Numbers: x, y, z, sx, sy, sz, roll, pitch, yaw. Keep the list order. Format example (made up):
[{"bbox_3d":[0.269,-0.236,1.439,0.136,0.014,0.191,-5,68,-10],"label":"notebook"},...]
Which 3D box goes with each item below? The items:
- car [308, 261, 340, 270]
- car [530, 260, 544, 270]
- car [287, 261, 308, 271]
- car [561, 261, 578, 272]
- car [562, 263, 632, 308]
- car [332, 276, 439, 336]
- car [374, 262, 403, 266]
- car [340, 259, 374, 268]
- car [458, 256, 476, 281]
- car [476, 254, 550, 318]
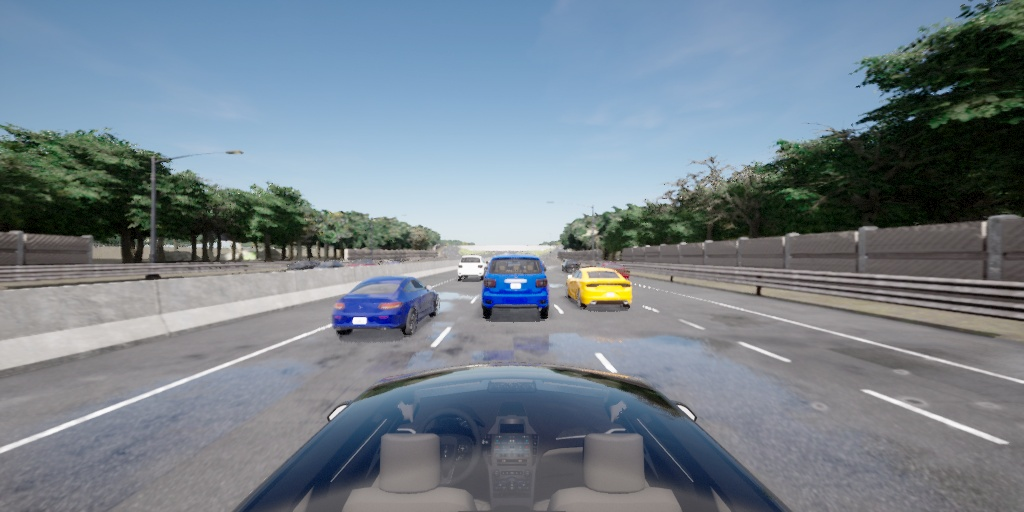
[{"bbox_3d":[-20.920,1.333,41.191,1.812,1.442,4.674,0,0,1],"label":"car"},{"bbox_3d":[3.785,1.355,54.076,1.812,1.442,4.674,0,0,1],"label":"car"},{"bbox_3d":[-24.405,1.315,42.367,1.837,1.490,4.892,0,-1,1],"label":"car"},{"bbox_3d":[7.294,1.320,44.726,1.837,1.490,4.892,0,0,1],"label":"car"},{"bbox_3d":[3.520,1.240,15.263,1.882,1.535,5.008,0,0,0],"label":"car"},{"bbox_3d":[-3.391,1.281,10.300,1.812,1.442,4.674,0,0,0],"label":"car"},{"bbox_3d":[-13.915,1.357,42.136,2.033,1.411,5.357,0,0,1],"label":"car"},{"bbox_3d":[-17.417,1.159,41.361,2.097,1.767,4.553,0,0,1],"label":"car"},{"bbox_3d":[-3.308,1.011,31.109,2.150,2.045,5.566,0,0,0],"label":"car"},{"bbox_3d":[0.116,0.980,13.255,2.150,2.045,5.566,0,0,0],"label":"car"}]
